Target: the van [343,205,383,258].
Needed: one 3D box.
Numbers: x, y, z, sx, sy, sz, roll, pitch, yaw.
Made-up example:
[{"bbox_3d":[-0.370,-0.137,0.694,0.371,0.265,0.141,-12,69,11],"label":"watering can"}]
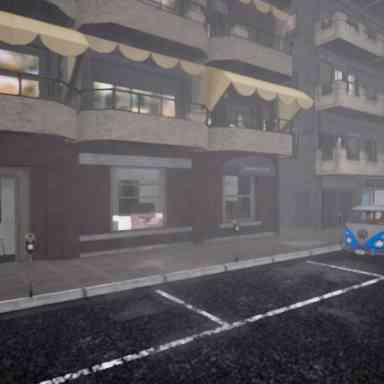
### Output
[{"bbox_3d":[6.884,1.331,11.472,3.998,1.788,1.690,0,0,-35],"label":"van"}]
